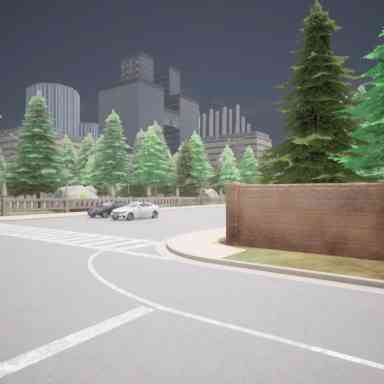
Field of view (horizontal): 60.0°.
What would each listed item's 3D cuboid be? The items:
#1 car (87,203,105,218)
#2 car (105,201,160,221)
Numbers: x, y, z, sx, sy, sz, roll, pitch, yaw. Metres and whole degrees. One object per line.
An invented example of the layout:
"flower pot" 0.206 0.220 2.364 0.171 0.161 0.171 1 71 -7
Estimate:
"car" -7.164 1.525 29.973 1.812 1.442 4.674 0 0 35
"car" -4.582 1.525 27.562 1.812 1.442 4.674 0 0 35
